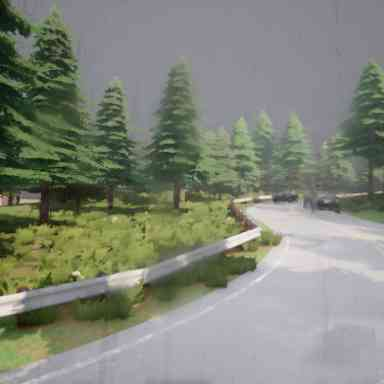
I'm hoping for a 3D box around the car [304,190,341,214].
[{"bbox_3d":[10.150,0.657,26.201,2.097,1.767,4.553,1,2,10],"label":"car"}]

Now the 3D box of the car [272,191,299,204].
[{"bbox_3d":[10.283,0.571,36.440,1.895,1.301,4.718,0,1,30],"label":"car"}]
